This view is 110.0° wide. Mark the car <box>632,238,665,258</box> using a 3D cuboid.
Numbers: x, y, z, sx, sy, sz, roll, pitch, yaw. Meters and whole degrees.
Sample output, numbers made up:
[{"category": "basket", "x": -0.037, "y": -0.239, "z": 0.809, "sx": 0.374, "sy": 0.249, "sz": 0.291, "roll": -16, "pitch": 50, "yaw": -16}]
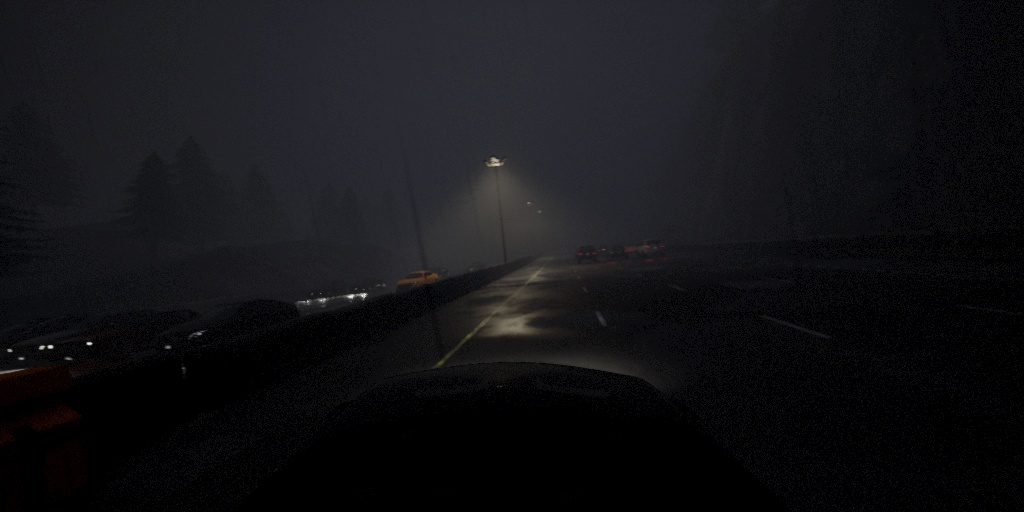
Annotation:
[{"category": "car", "x": 15.638, "y": -0.928, "z": 40.832, "sx": 2.150, "sy": 2.045, "sz": 5.566, "roll": -6, "pitch": 1, "yaw": 9}]

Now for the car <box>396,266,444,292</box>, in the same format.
[{"category": "car", "x": -7.366, "y": 1.957, "z": 28.268, "sx": 1.882, "sy": 1.535, "sz": 5.008, "roll": -6, "pitch": 1, "yaw": 8}]

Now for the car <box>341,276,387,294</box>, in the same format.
[{"category": "car", "x": -13.581, "y": 2.679, "z": 33.809, "sx": 1.994, "sy": 1.385, "sz": 4.181, "roll": -6, "pitch": 1, "yaw": 8}]

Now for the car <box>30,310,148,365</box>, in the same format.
[{"category": "car", "x": -13.082, "y": 2.746, "z": 12.979, "sx": 1.895, "sy": 1.301, "sz": 4.718, "roll": -6, "pitch": 0, "yaw": 8}]

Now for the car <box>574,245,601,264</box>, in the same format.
[{"category": "car", "x": 8.922, "y": -0.218, "z": 42.942, "sx": 2.150, "sy": 2.045, "sz": 5.566, "roll": -6, "pitch": 1, "yaw": 9}]

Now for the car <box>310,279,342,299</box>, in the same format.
[{"category": "car", "x": -17.122, "y": 3.006, "z": 33.696, "sx": 1.837, "sy": 1.490, "sz": 4.892, "roll": -6, "pitch": 1, "yaw": 8}]

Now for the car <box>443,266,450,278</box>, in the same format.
[{"category": "car", "x": -8.814, "y": 2.016, "z": 42.226, "sx": 1.837, "sy": 1.490, "sz": 4.892, "roll": -6, "pitch": 0, "yaw": 9}]

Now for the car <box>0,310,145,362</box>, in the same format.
[{"category": "car", "x": -16.346, "y": 3.040, "z": 14.812, "sx": 2.033, "sy": 1.411, "sz": 5.357, "roll": -6, "pitch": 0, "yaw": 8}]

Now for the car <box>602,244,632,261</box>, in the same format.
[{"category": "car", "x": 12.404, "y": -0.467, "z": 42.626, "sx": 2.097, "sy": 1.767, "sz": 4.553, "roll": -6, "pitch": 1, "yaw": 9}]

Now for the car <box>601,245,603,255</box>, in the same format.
[{"category": "car", "x": 14.657, "y": -0.958, "z": 57.967, "sx": 2.097, "sy": 1.767, "sz": 4.553, "roll": -6, "pitch": 1, "yaw": 9}]

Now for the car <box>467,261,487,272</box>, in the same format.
[{"category": "car", "x": -4.572, "y": 1.481, "z": 46.859, "sx": 2.128, "sy": 1.511, "sz": 4.902, "roll": -6, "pitch": 1, "yaw": 9}]

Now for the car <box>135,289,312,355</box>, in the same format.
[{"category": "car", "x": -9.622, "y": 2.298, "z": 12.636, "sx": 1.812, "sy": 1.442, "sz": 4.674, "roll": -6, "pitch": 0, "yaw": 8}]

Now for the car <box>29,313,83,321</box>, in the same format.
[{"category": "car", "x": -19.801, "y": 3.355, "z": 15.260, "sx": 2.128, "sy": 1.511, "sz": 4.902, "roll": -6, "pitch": 0, "yaw": 8}]
